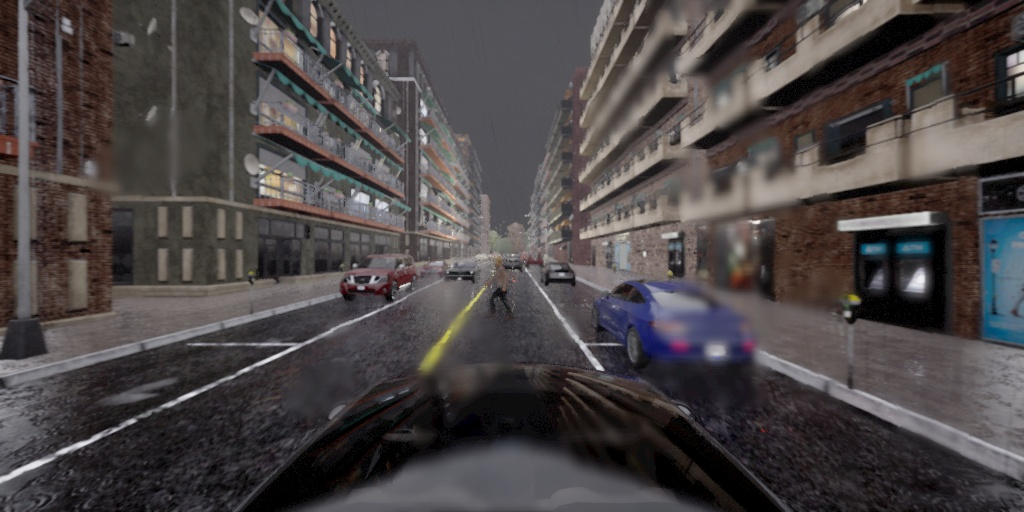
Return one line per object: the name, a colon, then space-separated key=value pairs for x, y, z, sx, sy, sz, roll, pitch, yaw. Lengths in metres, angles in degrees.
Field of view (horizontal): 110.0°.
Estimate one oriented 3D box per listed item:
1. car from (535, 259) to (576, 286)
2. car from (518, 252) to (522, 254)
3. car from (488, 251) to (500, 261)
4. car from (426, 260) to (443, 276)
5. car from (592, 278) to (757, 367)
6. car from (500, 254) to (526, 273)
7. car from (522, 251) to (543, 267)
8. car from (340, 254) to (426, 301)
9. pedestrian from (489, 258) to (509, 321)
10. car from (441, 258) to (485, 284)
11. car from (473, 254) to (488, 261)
car: x=2.688 y=1.014 z=21.558 sx=1.948 sy=1.339 sz=4.313 roll=0 pitch=0 yaw=0
car: x=0.042 y=0.511 z=50.072 sx=2.128 sy=1.511 sz=4.902 roll=0 pitch=1 yaw=0
car: x=-3.010 y=-0.047 z=65.296 sx=2.097 sy=1.767 sz=4.553 roll=0 pitch=1 yaw=0
car: x=-5.694 y=0.946 z=27.157 sx=1.802 sy=1.307 sz=4.207 roll=0 pitch=0 yaw=0
car: x=2.999 y=1.187 z=7.547 sx=1.812 sy=1.442 sz=4.674 roll=0 pitch=1 yaw=0
car: x=0.079 y=0.763 z=33.870 sx=1.837 sy=1.490 sz=4.892 roll=0 pitch=0 yaw=0
car: x=2.684 y=0.427 z=43.827 sx=2.192 sy=1.841 sz=5.009 roll=0 pitch=0 yaw=0
car: x=-5.692 y=0.848 z=16.022 sx=2.192 sy=1.841 sz=5.009 roll=0 pitch=0 yaw=0
pedestrian: x=-0.369 y=0.912 z=10.216 sx=0.375 sy=1.860 sz=0.375 roll=1 pitch=0 yaw=-3
car: x=-3.100 y=1.021 z=23.420 sx=1.895 sy=1.301 sz=4.718 roll=0 pitch=1 yaw=0
car: x=-5.699 y=0.413 z=60.561 sx=2.007 sy=1.370 sz=4.403 roll=0 pitch=0 yaw=0
